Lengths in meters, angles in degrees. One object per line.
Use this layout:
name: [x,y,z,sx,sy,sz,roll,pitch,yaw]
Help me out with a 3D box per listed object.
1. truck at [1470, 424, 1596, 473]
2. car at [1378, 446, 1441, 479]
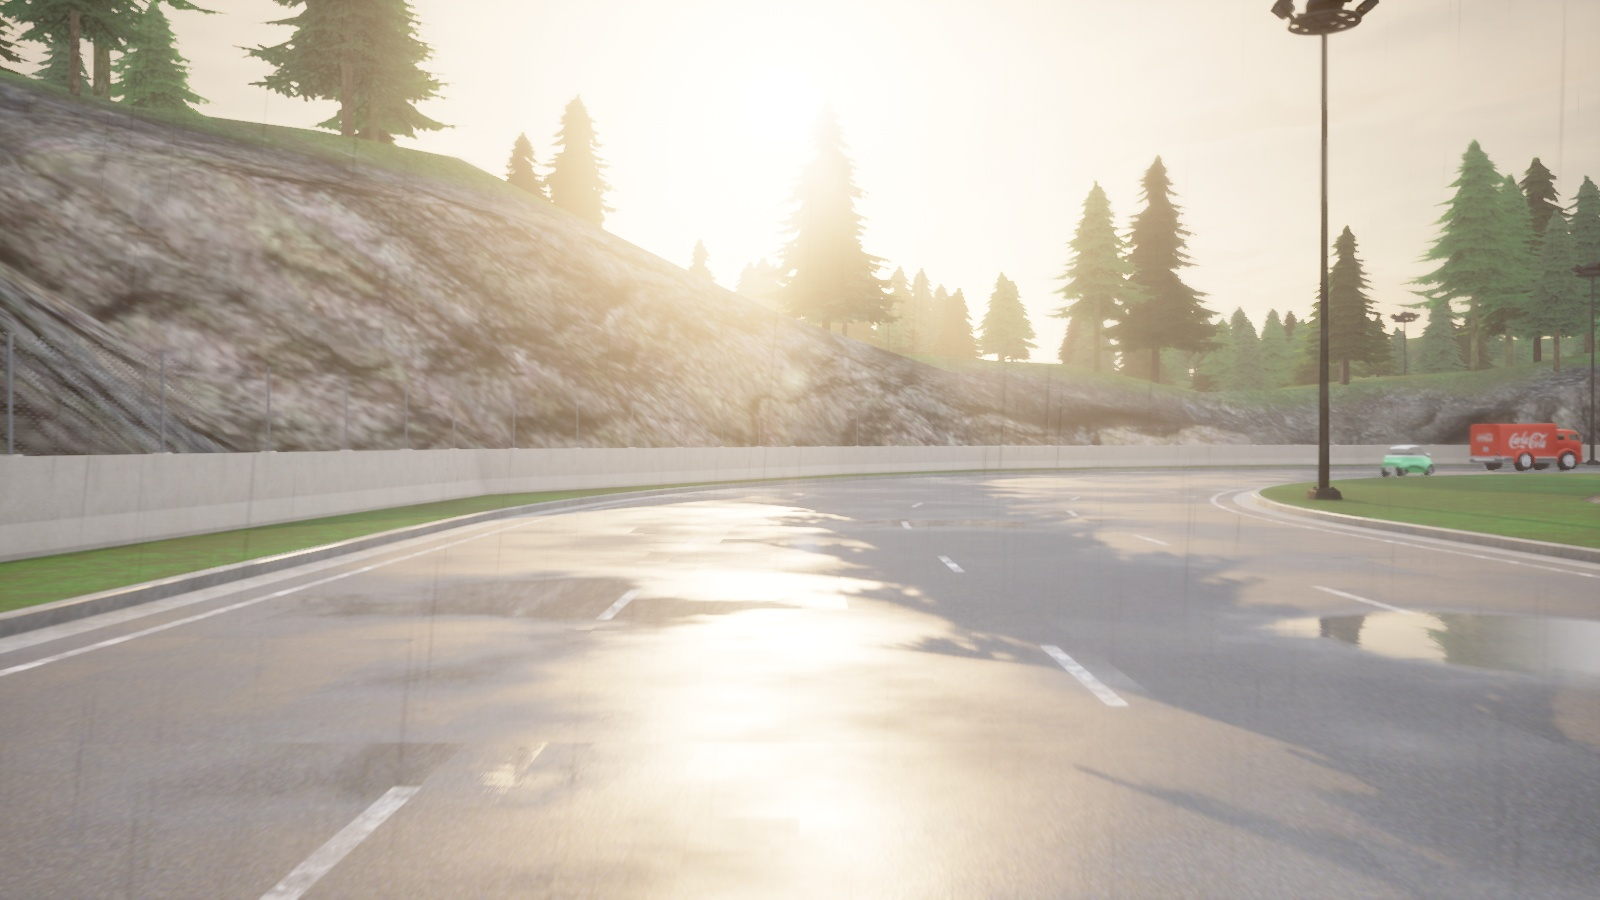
truck: [38.358,-0.080,65.754,5.204,2.467,2.627,0,0,-9]
car: [26.274,0.517,54.137,2.207,1.376,1.481,-1,0,-30]
